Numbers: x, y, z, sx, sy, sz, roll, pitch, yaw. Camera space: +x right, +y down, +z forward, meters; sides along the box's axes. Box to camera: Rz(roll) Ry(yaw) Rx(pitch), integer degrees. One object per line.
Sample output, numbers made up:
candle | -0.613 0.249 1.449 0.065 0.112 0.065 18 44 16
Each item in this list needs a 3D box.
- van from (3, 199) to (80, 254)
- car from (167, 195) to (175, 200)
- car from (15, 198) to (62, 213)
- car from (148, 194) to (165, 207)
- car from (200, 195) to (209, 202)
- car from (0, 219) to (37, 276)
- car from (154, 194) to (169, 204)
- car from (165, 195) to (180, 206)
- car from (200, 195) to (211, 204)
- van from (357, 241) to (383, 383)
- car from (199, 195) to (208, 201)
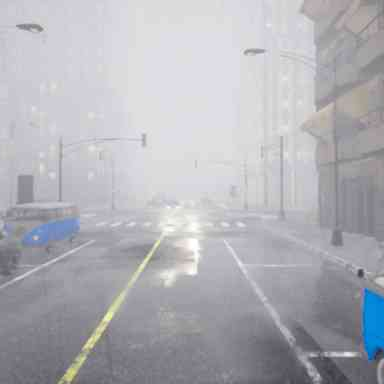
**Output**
van | -5.805 1.329 13.238 1.690 1.788 3.998 1 0 0
car | -5.651 1.457 90.330 1.887 1.381 4.507 1 0 0
car | -16.481 1.465 35.887 4.097 1.590 1.967 0 -1 0
car | -5.659 1.390 51.304 1.967 1.590 4.097 1 0 0
car | 2.726 1.453 73.839 1.752 1.417 4.829 1 0 0
car | -5.641 1.559 7.696 1.947 1.339 4.313 1 0 0
car | -5.654 1.254 62.454 2.192 1.841 5.009 1 0 0
car | -2.986 1.552 53.807 1.895 1.301 4.718 0 0 0
car | 2.721 1.520 62.514 1.802 1.307 4.206 1 0 0
van | 2.709 1.339 2.207 1.690 1.788 3.998 1 0 0
car | 2.726 1.488 79.247 1.947 1.339 4.313 1 0 0
